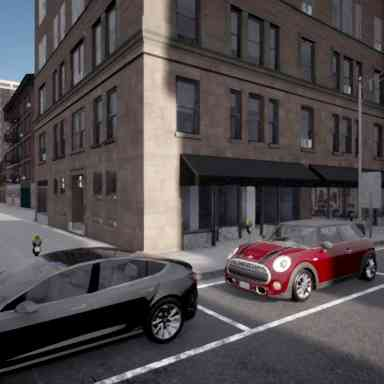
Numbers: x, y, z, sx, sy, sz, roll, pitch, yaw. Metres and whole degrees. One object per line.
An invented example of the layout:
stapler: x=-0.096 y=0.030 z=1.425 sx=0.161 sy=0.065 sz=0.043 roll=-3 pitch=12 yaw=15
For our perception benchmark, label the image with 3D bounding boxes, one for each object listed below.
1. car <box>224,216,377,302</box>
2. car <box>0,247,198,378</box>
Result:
car: x=2.719 y=1.439 z=8.179 sx=4.097 sy=1.590 sz=1.967 roll=0 pitch=0 yaw=-36
car: x=-1.884 y=1.566 z=4.848 sx=4.313 sy=1.339 sz=1.947 roll=0 pitch=0 yaw=-36
